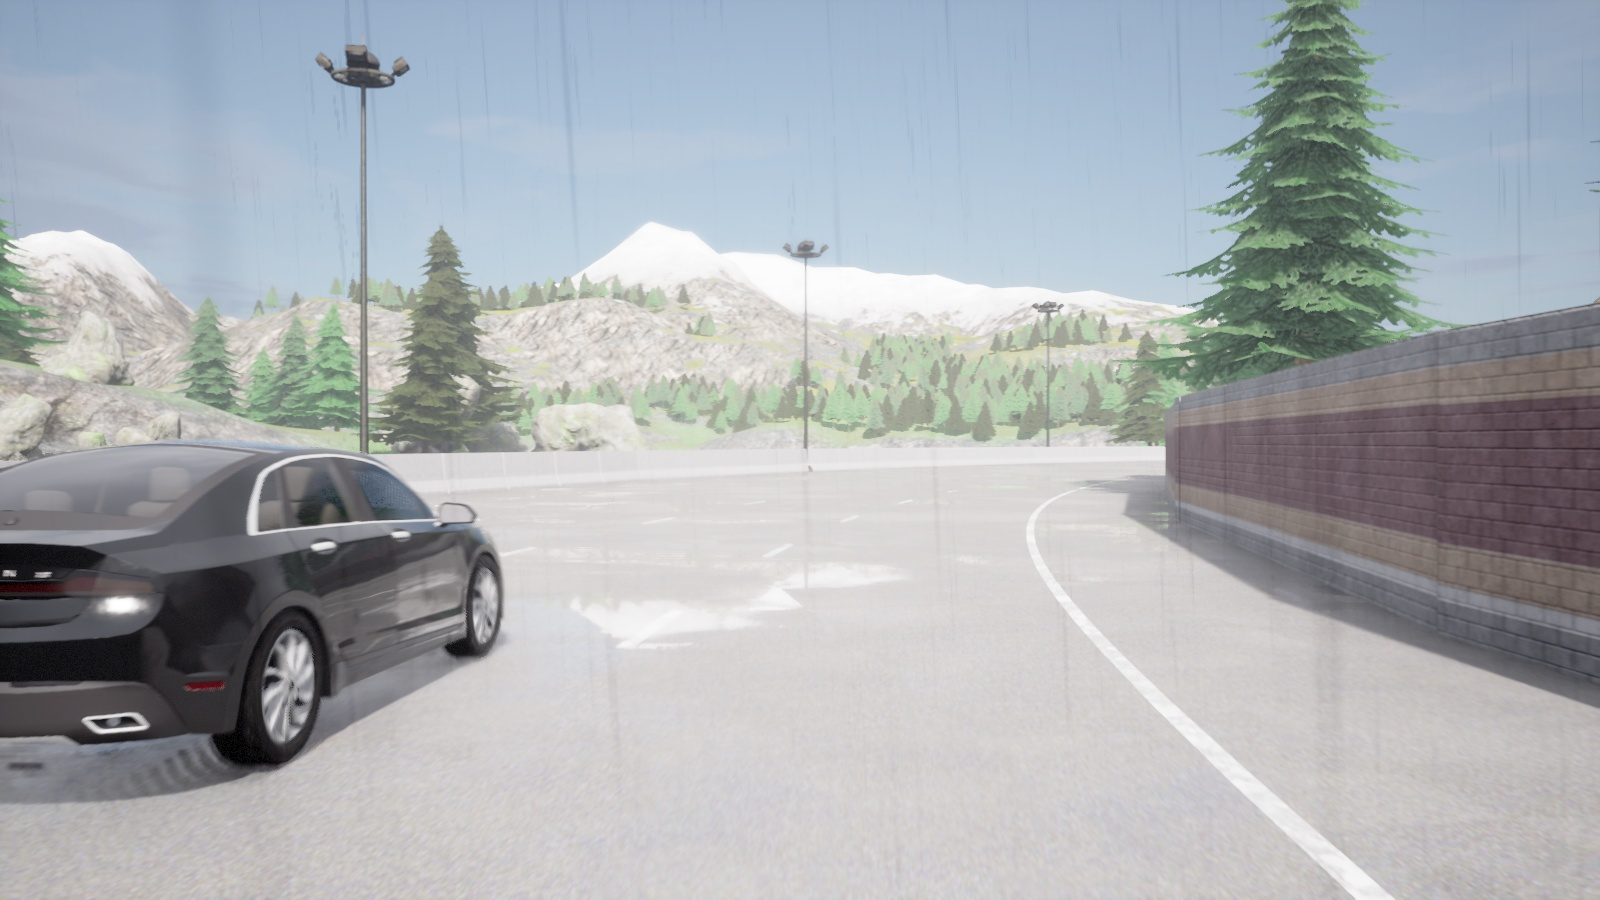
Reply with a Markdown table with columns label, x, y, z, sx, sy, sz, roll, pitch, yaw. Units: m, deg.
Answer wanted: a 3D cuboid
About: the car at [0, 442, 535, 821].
| label | x | y | z | sx | sy | sz | roll | pitch | yaw |
| --- | --- | --- | --- | --- | --- | --- | --- | --- | --- |
| car | -3.166 | 0.706 | 7.438 | 1.837 | 1.490 | 4.892 | 0 | 0 | 4 |
